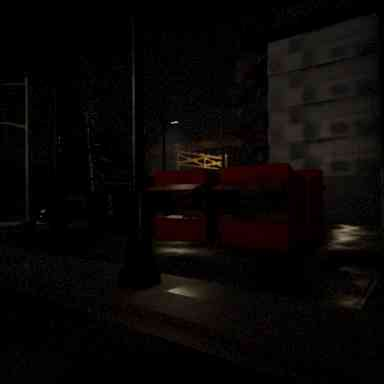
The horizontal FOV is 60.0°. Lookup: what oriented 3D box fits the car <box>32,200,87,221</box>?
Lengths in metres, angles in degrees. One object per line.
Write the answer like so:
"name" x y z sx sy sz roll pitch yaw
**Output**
"car" -11.348 1.490 28.465 2.097 1.767 4.553 -1 -1 36
